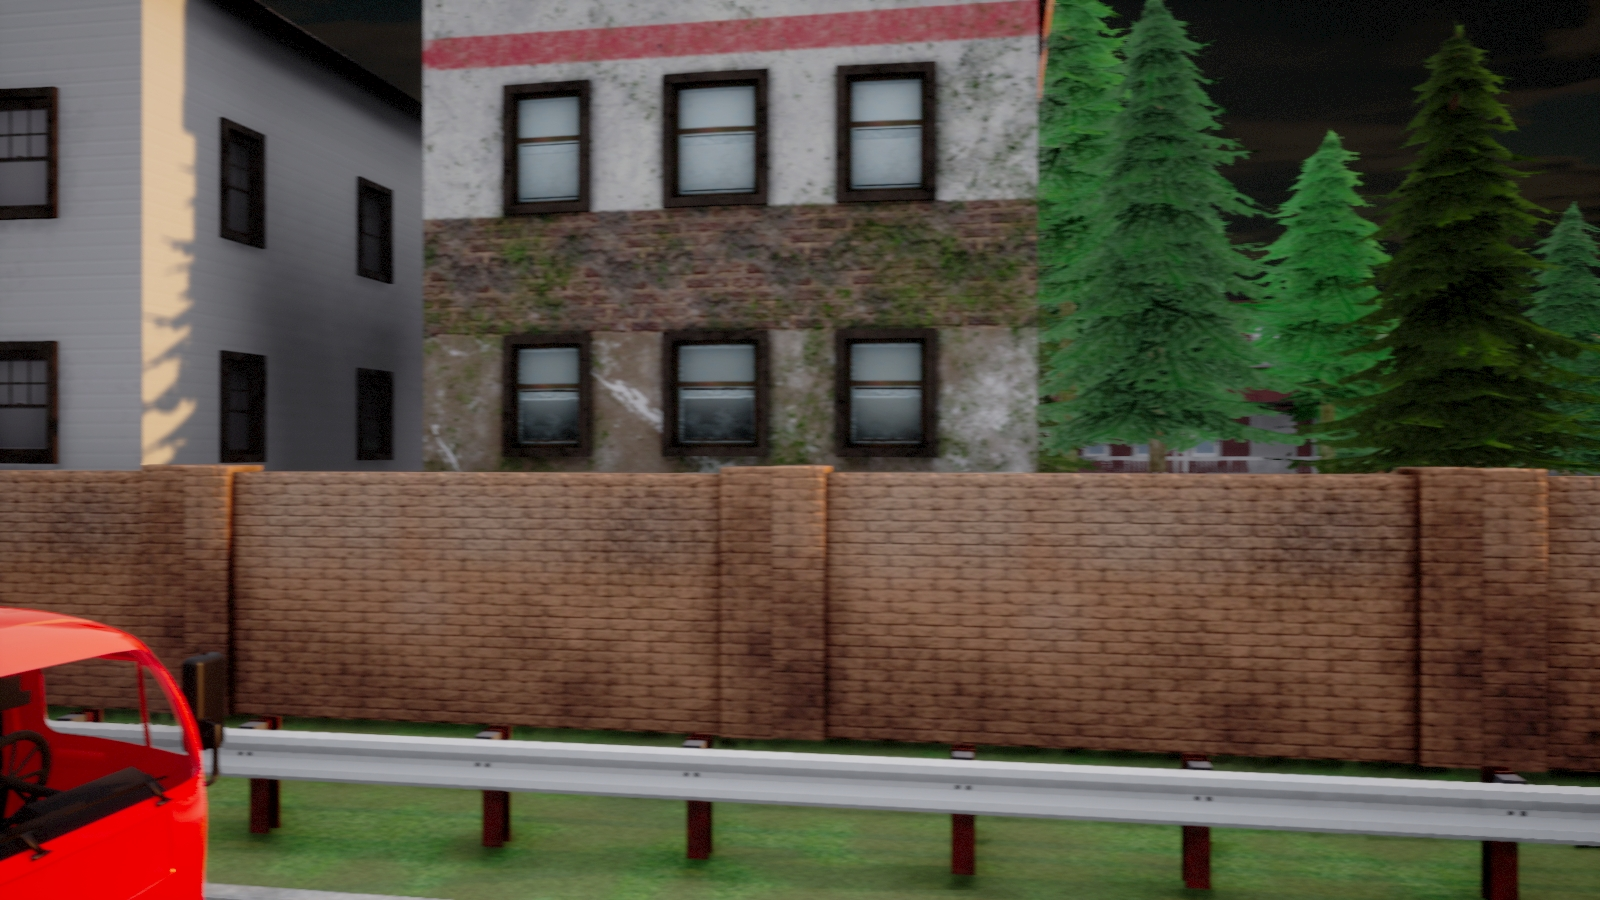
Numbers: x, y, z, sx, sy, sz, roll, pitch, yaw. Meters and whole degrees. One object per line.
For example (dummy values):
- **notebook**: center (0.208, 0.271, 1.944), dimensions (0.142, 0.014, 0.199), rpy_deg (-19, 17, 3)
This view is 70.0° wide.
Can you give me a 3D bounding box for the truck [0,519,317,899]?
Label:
- **truck**: center (-4.951, 1.566, 4.253), dimensions (5.204, 2.467, 2.627), rpy_deg (0, 0, 9)
